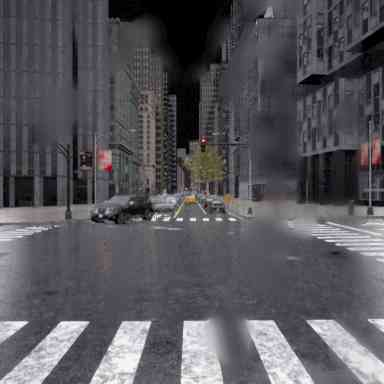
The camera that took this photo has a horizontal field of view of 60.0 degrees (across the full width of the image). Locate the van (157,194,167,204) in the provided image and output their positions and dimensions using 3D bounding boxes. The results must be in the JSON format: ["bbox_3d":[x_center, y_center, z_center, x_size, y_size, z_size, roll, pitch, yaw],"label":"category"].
[{"bbox_3d":[-6.059,1.360,66.700,1.690,1.788,3.998,0,0,0],"label":"van"}]

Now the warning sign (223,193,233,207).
[{"bbox_3d":[4.912,1.123,45.453,1.300,1.860,1.060,0,0,0],"label":"warning sign"}]

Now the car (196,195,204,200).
[{"bbox_3d":[2.288,1.593,94.300,2.008,1.369,4.403,0,0,0],"label":"car"}]

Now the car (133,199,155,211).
[{"bbox_3d":[-5.895,1.557,41.303,2.008,1.369,4.403,0,0,0],"label":"car"}]

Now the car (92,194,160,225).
[{"bbox_3d":[-4.878,1.227,24.456,2.150,2.045,5.566,1,0,24],"label":"car"}]

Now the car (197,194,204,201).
[{"bbox_3d":[2.493,1.567,62.567,2.008,1.369,4.403,0,0,0],"label":"car"}]

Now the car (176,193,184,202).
[{"bbox_3d":[-3.315,1.513,68.177,2.128,1.511,4.902,0,0,0],"label":"car"}]

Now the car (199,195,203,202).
[{"bbox_3d":[2.557,1.562,52.695,2.008,1.369,4.403,0,0,0],"label":"car"}]

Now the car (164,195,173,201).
[{"bbox_3d":[-6.199,1.587,88.353,2.008,1.369,4.403,0,0,0],"label":"car"}]

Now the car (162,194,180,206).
[{"bbox_3d":[-3.293,1.537,52.261,1.812,1.442,4.674,0,0,0],"label":"car"}]

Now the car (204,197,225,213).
[{"bbox_3d":[2.662,1.556,36.362,2.008,1.369,4.403,0,0,0],"label":"car"}]

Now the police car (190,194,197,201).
[{"bbox_3d":[0.452,1.463,90.537,1.930,1.638,5.238,0,0,0],"label":"police car"}]

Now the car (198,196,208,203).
[{"bbox_3d":[2.425,1.589,73.146,1.947,1.339,4.313,0,0,0],"label":"car"}]

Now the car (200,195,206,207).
[{"bbox_3d":[2.592,1.553,47.251,1.887,1.381,4.507,0,0,0],"label":"car"}]

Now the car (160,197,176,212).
[{"bbox_3d":[-3.218,1.607,39.599,1.895,1.301,4.718,0,0,0],"label":"car"}]

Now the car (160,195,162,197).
[{"bbox_3d":[-5.989,1.579,55.874,1.947,1.339,4.313,0,0,0],"label":"car"}]

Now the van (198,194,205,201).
[{"bbox_3d":[2.356,1.373,83.723,1.690,1.788,3.998,0,0,0],"label":"van"}]

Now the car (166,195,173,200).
[{"bbox_3d":[-6.233,1.624,93.766,1.802,1.307,4.206,0,0,0],"label":"car"}]

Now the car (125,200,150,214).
[{"bbox_3d":[-5.863,1.556,36.311,2.008,1.369,4.403,0,0,0],"label":"car"}]

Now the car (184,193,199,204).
[{"bbox_3d":[-0.176,1.495,63.776,1.882,1.535,5.008,0,0,-1],"label":"car"}]

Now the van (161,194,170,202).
[{"bbox_3d":[-6.129,1.368,77.527,1.690,1.788,3.998,0,0,0],"label":"van"}]
